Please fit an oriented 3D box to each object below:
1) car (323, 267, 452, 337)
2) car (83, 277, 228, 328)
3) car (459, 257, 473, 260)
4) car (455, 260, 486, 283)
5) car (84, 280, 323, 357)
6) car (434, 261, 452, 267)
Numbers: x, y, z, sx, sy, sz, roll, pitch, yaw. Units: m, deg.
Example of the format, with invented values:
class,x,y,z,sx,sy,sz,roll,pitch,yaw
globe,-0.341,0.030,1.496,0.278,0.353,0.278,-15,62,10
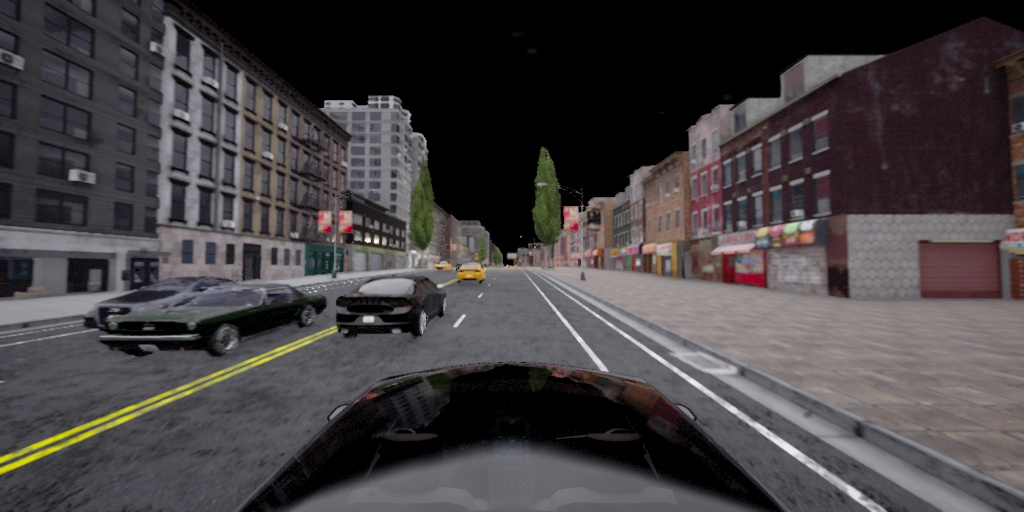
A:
class,x,y,z,sx,sy,sz,roll,pitch,yaw
car,-3.149,1.242,10.357,1.882,1.535,5.008,0,0,0
car,-9.847,1.330,10.868,1.994,1.385,4.181,0,0,0
car,-6.561,1.214,50.645,2.150,2.045,5.566,0,-1,0
car,-3.146,1.298,28.713,1.882,1.535,5.008,0,0,0
car,-6.597,1.362,8.719,1.895,1.301,4.718,0,0,0
car,-9.808,1.475,51.103,1.882,1.535,5.008,0,-1,0
